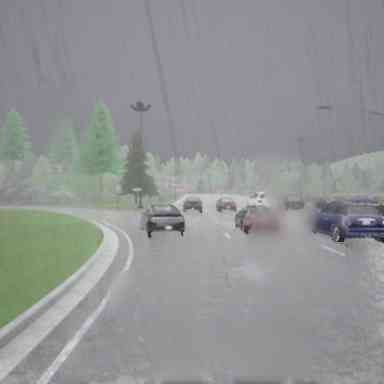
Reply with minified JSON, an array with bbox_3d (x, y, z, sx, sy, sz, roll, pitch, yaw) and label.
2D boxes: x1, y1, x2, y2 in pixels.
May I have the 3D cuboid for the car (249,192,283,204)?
[{"bbox_3d":[7.110,1.041,33.376,2.150,2.045,5.566,0,0,0],"label":"car"}]

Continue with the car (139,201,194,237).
[{"bbox_3d":[-1.651,1.397,17.509,2.128,1.511,4.902,0,0,-14],"label":"car"}]

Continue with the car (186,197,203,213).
[{"bbox_3d":[0.110,1.320,34.322,1.837,1.490,4.892,0,0,0],"label":"car"}]

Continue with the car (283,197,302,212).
[{"bbox_3d":[10.611,1.284,35.845,1.882,1.535,5.008,0,0,0],"label":"car"}]

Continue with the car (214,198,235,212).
[{"bbox_3d":[3.597,1.335,35.336,1.812,1.442,4.674,0,0,0],"label":"car"}]

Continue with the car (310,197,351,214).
[{"bbox_3d":[14.110,1.306,34.263,2.128,1.511,4.902,0,0,0],"label":"car"}]

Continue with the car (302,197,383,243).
[{"bbox_3d":[7.104,1.267,15.658,2.097,1.767,4.553,0,0,0],"label":"car"}]

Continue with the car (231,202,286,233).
[{"bbox_3d":[3.606,1.462,18.860,1.994,1.385,4.181,0,0,0],"label":"car"}]
